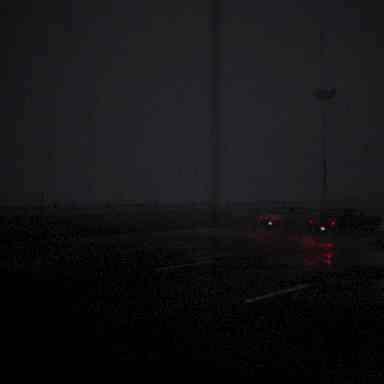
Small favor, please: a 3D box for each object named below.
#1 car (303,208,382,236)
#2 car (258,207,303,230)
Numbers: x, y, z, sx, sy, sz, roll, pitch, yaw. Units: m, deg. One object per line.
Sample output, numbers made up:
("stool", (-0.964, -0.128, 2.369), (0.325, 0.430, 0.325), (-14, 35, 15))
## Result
("car", (8.557, 1.592, 18.441), (4.718, 1.301, 1.895), (0, 0, -35))
("car", (6.530, 1.592, 21.294), (4.718, 1.301, 1.895), (0, 0, -35))
